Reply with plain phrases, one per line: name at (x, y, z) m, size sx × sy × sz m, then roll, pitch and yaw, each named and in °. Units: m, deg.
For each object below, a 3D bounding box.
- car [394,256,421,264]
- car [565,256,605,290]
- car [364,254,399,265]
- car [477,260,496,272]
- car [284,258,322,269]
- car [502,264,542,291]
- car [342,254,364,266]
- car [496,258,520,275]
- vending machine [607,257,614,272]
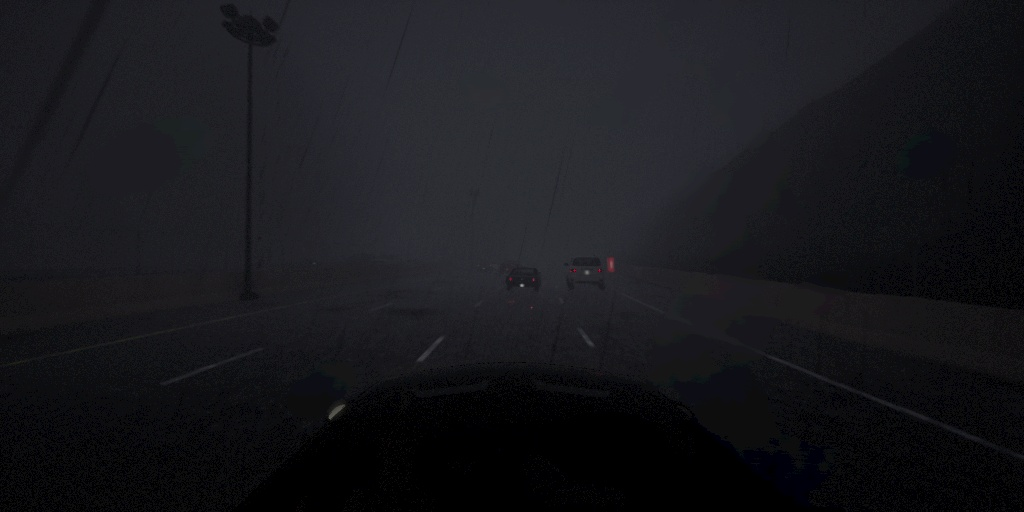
car at (-13.230, 1.097, 47.104) m, size 1.812 × 1.442 × 4.674 m, roll 1°, pitch 0°, yaw 9°
car at (4.662, 1.020, 23.345) m, size 2.150 × 2.045 × 5.566 m, roll 0°, pitch 0°, yaw 7°
car at (-16.704, 0.745, 47.428) m, size 2.150 × 2.045 × 5.566 m, roll 1°, pitch 0°, yaw 9°
car at (-2.952, 1.225, 43.945) m, size 1.812 × 1.442 × 4.674 m, roll 1°, pitch 0°, yaw 9°
car at (-24.539, 0.960, 42.258) m, size 1.812 × 1.442 × 4.674 m, roll 1°, pitch 0°, yaw 9°
car at (0.843, 1.354, 22.293) m, size 1.895 × 1.301 × 4.718 m, roll 1°, pitch 0°, yaw 7°
car at (-20.169, 0.703, 47.890) m, size 2.150 × 2.045 × 5.566 m, roll 1°, pitch 0°, yaw 9°
car at (-0.120, 1.213, 39.317) m, size 1.882 × 1.535 × 5.008 m, roll 1°, pitch 0°, yaw 9°
vending machine at (13.251, 1.093, 48.170) m, size 1.100 × 2.100 × 0.880 m, roll 0°, pitch 0°, yaw 8°
